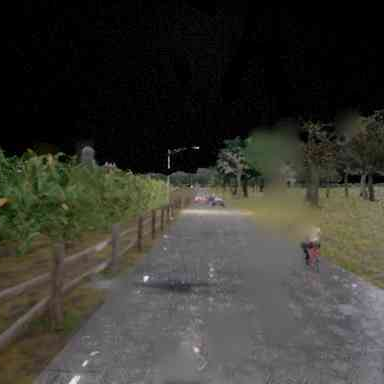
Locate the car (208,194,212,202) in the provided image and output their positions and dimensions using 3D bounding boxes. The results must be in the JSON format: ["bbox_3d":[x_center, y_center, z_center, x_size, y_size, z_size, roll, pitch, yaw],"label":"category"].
[{"bbox_3d":[4.607,1.265,72.513,2.097,1.767,4.553,1,1,2],"label":"car"}]

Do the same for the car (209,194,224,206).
[{"bbox_3d":[4.224,1.574,54.772,1.812,1.442,4.674,1,0,2],"label":"car"}]

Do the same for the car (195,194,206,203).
[{"bbox_3d":[1.658,1.262,65.494,2.097,1.767,4.553,1,0,2],"label":"car"}]

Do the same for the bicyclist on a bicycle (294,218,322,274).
[{"bbox_3d":[3.659,1.616,10.307,0.866,1.612,1.509,1,0,2],"label":"bicyclist on a bicycle"}]
